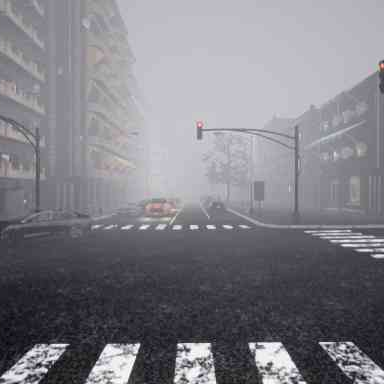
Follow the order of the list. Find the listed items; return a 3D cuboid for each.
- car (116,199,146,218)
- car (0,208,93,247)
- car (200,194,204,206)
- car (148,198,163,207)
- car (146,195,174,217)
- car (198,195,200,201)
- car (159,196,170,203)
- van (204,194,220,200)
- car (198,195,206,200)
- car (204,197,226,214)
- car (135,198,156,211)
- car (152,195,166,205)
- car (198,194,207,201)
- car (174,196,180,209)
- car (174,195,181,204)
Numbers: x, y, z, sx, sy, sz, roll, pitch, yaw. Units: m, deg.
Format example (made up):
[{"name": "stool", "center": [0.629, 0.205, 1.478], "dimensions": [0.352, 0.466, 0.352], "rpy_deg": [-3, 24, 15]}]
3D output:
[{"name": "car", "center": [-5.701, 1.546, 30.203], "dimensions": [2.008, 1.369, 4.403], "rpy_deg": [0, 0, 0]}, {"name": "car", "center": [-7.140, 1.552, 15.656], "dimensions": [4.902, 1.511, 2.128], "rpy_deg": [-2, 1, -42]}, {"name": "car", "center": [2.673, 1.426, 52.332], "dimensions": [1.967, 1.590, 4.097], "rpy_deg": [0, 0, 0]}, {"name": "car", "center": [-5.706, 1.568, 52.337], "dimensions": [1.802, 1.307, 4.206], "rpy_deg": [0, 0, 0]}, {"name": "car", "center": [-3.104, 1.346, 31.469], "dimensions": [2.097, 1.767, 4.553], "rpy_deg": [0, 0, 0]}, {"name": "car", "center": [2.666, 1.288, 74.466], "dimensions": [2.192, 1.841, 5.009], "rpy_deg": [0, 0, 0]}, {"name": "car", "center": [-5.711, 1.559, 68.938], "dimensions": [1.802, 1.307, 4.206], "rpy_deg": [0, 0, 0]}, {"name": "van", "center": [2.675, 1.332, 41.265], "dimensions": [1.690, 1.788, 3.998], "rpy_deg": [0, 0, 0]}, {"name": "car", "center": [2.664, 1.505, 91.066], "dimensions": [1.887, 1.381, 4.507], "rpy_deg": [0, 0, 0]}, {"name": "car", "center": [2.679, 1.559, 35.731], "dimensions": [1.947, 1.339, 4.313], "rpy_deg": [0, 0, 0]}, {"name": "car", "center": [-5.703, 1.535, 41.270], "dimensions": [1.887, 1.381, 4.507], "rpy_deg": [0, 0, 0]}, {"name": "car", "center": [-5.709, 1.423, 57.870], "dimensions": [1.967, 1.590, 4.097], "rpy_deg": [0, 0, 0]}, {"name": "car", "center": [2.664, 1.405, 85.533], "dimensions": [1.967, 1.590, 4.097], "rpy_deg": [0, 0, 0]}, {"name": "car", "center": [-3.096, 1.554, 44.490], "dimensions": [1.994, 1.385, 4.181], "rpy_deg": [0, 0, 0]}, {"name": "car", "center": [-3.048, 1.546, 60.356], "dimensions": [1.994, 1.385, 4.181], "rpy_deg": [0, 0, 1]}]
